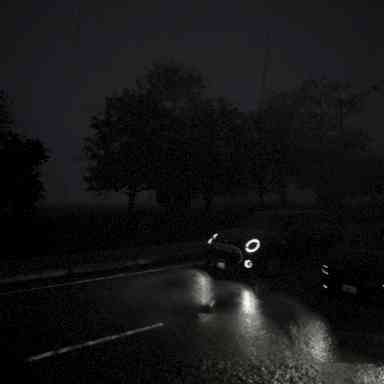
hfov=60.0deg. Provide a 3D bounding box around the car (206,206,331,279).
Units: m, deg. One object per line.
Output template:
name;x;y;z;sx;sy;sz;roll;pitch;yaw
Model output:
car;2.608;1.354;10.140;4.553;1.767;2.097;0;0;-35

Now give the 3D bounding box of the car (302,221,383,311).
car;4.885;1.480;7.467;5.008;1.535;1.882;0;0;-35
